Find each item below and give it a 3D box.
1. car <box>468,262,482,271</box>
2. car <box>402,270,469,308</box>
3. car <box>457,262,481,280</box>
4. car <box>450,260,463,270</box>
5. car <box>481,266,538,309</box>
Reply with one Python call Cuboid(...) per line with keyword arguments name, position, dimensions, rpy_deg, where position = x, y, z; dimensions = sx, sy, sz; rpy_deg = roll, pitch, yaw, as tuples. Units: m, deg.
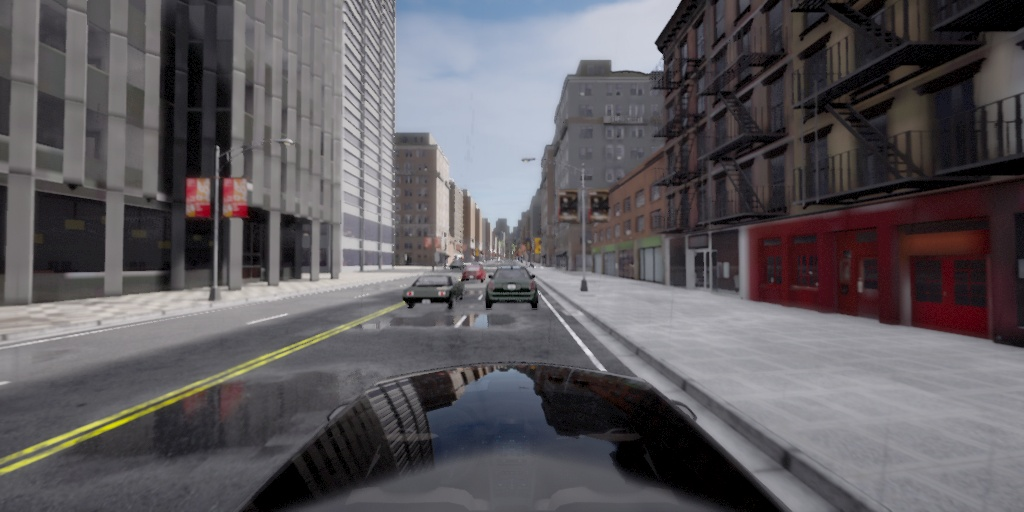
Cuboid(name="car", position=(-6.588, 1.786, 64.305), dimensions=(1.837, 1.490, 4.892), rpy_deg=(0, 0, 1))
Cuboid(name="car", position=(-3.258, 1.482, 15.891), dimensions=(1.895, 1.301, 4.718), rpy_deg=(0, 0, 0))
Cuboid(name="car", position=(-3.266, 1.540, 31.147), dimensions=(1.812, 1.442, 4.674), rpy_deg=(0, 0, 0))
Cuboid(name="car", position=(-9.839, 1.638, 64.401), dimensions=(2.097, 1.767, 4.553), rpy_deg=(0, 0, 1))
Cuboid(name="car", position=(-0.008, 1.231, 15.856), dimensions=(2.097, 1.767, 4.553), rpy_deg=(0, -1, 0))
